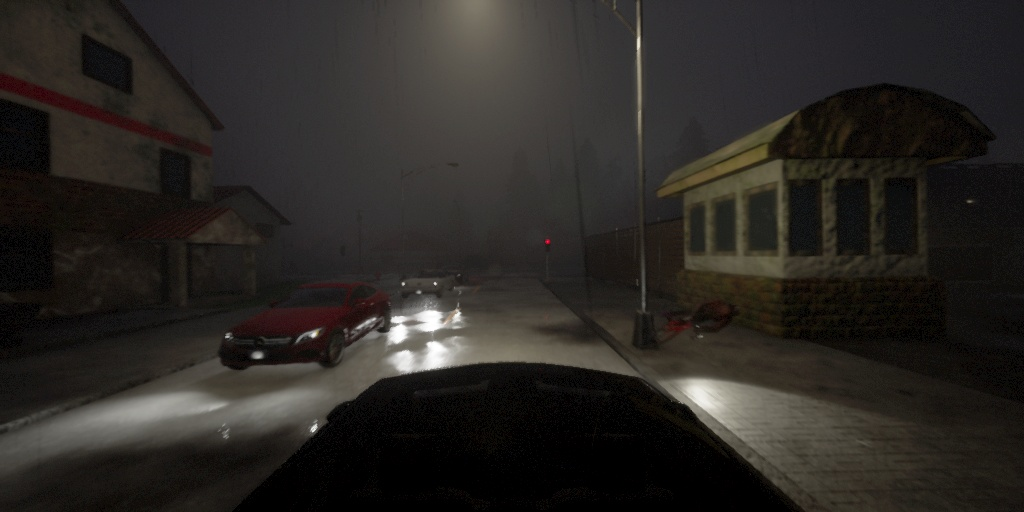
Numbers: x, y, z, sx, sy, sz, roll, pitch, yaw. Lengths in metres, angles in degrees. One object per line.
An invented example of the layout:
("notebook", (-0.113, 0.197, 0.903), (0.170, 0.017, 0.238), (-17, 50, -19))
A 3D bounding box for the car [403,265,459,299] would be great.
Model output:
("car", (-4.166, 1.315, 18.281), (1.895, 1.301, 4.718), (-1, 0, 0))

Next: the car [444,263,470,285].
("car", (-4.141, 1.206, 25.088), (1.812, 1.442, 4.674), (-1, 0, 0))

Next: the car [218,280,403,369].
("car", (-4.116, 1.304, 8.077), (1.812, 1.442, 4.674), (-1, 0, -1))

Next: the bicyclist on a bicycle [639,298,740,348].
("bicyclist on a bicycle", (3.092, 1.121, 6.233), (1.620, 0.582, 1.656), (-32, -8, 38))
